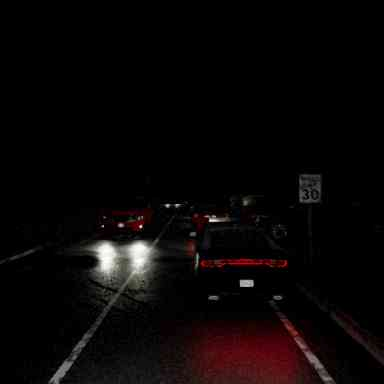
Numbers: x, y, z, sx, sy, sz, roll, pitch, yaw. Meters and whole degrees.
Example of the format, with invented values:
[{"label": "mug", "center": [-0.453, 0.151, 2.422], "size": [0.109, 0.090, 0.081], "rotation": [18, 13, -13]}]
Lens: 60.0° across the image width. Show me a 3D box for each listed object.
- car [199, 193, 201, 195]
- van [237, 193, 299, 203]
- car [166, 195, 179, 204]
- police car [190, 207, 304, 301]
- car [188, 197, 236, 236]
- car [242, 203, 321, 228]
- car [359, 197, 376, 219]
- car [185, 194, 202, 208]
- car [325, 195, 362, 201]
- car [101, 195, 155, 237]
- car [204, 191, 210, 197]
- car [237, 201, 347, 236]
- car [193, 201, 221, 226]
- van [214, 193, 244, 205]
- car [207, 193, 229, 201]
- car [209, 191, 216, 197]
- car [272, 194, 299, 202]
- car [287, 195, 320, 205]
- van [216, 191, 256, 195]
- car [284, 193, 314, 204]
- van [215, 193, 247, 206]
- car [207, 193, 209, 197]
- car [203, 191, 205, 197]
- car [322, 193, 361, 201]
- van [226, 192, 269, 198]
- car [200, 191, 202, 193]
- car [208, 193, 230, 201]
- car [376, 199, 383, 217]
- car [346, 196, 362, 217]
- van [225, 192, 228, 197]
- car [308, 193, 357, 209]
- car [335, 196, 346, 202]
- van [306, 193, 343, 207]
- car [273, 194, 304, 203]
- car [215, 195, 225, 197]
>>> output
[{"label": "car", "center": [-0.011, 1.273, 58.234], "size": [2.128, 1.511, 4.902], "rotation": [0, 0, 0]}, {"label": "van", "center": [5.836, 1.236, 24.513], "size": [4.442, 1.987, 1.878], "rotation": [0, 0, 0]}, {"label": "car", "center": [-3.261, 1.274, 56.327], "size": [1.882, 1.535, 5.008], "rotation": [0, 0, 0]}, {"label": "police car", "center": [0.973, 1.420, 8.504], "size": [1.930, 1.638, 5.238], "rotation": [0, 0, 0]}, {"label": "car", "center": [0.971, 1.332, 18.377], "size": [2.097, 1.767, 4.553], "rotation": [0, 0, 0]}, {"label": "car", "center": [5.726, 1.505, 21.710], "size": [4.674, 1.452, 2.002], "rotation": [0, 0, 0]}, {"label": "car", "center": [18.784, 1.454, 30.874], "size": [5.008, 1.535, 2.097], "rotation": [0, 0, 0]}, {"label": "car", "center": [0.007, 1.420, 45.089], "size": [2.033, 1.411, 5.357], "rotation": [0, 0, 1]}, {"label": "car", "center": [18.805, 1.451, 39.206], "size": [4.792, 1.488, 2.163], "rotation": [0, 0, 0]}, {"label": "car", "center": [-3.354, 1.201, 18.444], "size": [2.150, 2.045, 5.566], "rotation": [0, 0, 0]}, {"label": "car", "center": [5.629, 0.962, 63.766], "size": [5.566, 2.045, 2.435], "rotation": [0, 1, 0]}, {"label": "car", "center": [5.543, 1.465, 18.907], "size": [5.366, 1.575, 1.946], "rotation": [0, 0, 0]}, {"label": "car", "center": [0.970, 1.471, 24.415], "size": [1.837, 1.490, 4.892], "rotation": [0, 0, 0]}, {"label": "van", "center": [5.792, 1.088, 52.554], "size": [4.442, 1.987, 1.878], "rotation": [0, 1, 0]}, {"label": "car", "center": [5.613, 1.013, 72.177], "size": [4.553, 1.767, 2.185], "rotation": [0, 1, 0]}, {"label": "car", "center": [5.656, 1.112, 46.946], "size": [5.566, 2.045, 2.435], "rotation": [0, 1, 0]}, {"label": "car", "center": [18.738, 1.187, 66.963], "size": [4.892, 1.521, 2.231], "rotation": [0, 1, 0]}, {"label": "car", "center": [18.721, 1.315, 55.860], "size": [4.792, 1.488, 2.163], "rotation": [0, 1, 0]}, {"label": "van", "center": [5.805, 1.162, 44.146], "size": [4.442, 1.987, 1.878], "rotation": [0, 0, 0]}, {"label": "car", "center": [18.777, 1.135, 58.636], "size": [4.553, 1.767, 2.185], "rotation": [0, 1, 0]}, {"label": "van", "center": [5.797, 1.113, 49.750], "size": [4.442, 1.987, 1.878], "rotation": [0, 1, 0]}, {"label": "car", "center": [5.660, 1.279, 60.965], "size": [4.674, 1.452, 2.002], "rotation": [0, 1, 0]}, {"label": "car", "center": [5.625, 0.937, 66.569], "size": [5.566, 2.045, 2.435], "rotation": [0, 1, 0]}, {"label": "car", "center": [18.743, 1.152, 41.979], "size": [5.566, 2.045, 2.435], "rotation": [0, 0, 0]}, {"label": "van", "center": [5.594, 1.229, 30.124], "size": [4.442, 1.987, 1.878], "rotation": [0, 0, 0]}, {"label": "car", "center": [5.795, 0.936, 94.603], "size": [5.366, 1.575, 1.946], "rotation": [0, 1, 0]}, {"label": "car", "center": [5.618, 1.038, 69.373], "size": [4.553, 1.767, 2.185], "rotation": [0, 1, 0]}, {"label": "car", "center": [18.787, 1.461, 28.096], "size": [4.892, 1.521, 2.231], "rotation": [0, 0, 0]}, {"label": "car", "center": [18.969, 1.443, 33.651], "size": [5.366, 1.575, 1.946], "rotation": [0, 0, 0]}, {"label": "van", "center": [5.823, 1.221, 32.925], "size": [4.442, 1.987, 1.878], "rotation": [0, 0, 0]}, {"label": "car", "center": [18.796, 1.133, 44.756], "size": [5.566, 2.045, 2.435], "rotation": [0, 1, 0]}, {"label": "car", "center": [18.751, 1.468, 36.423], "size": [4.792, 1.488, 2.163], "rotation": [0, 0, 0]}, {"label": "van", "center": [18.880, 1.134, 47.532], "size": [4.442, 1.987, 1.878], "rotation": [0, 1, 0]}, {"label": "car", "center": [18.552, 1.208, 64.186], "size": [5.366, 1.575, 1.946], "rotation": [0, 0, 0]}, {"label": "car", "center": [5.699, 1.408, 41.340], "size": [4.892, 1.521, 2.231], "rotation": [0, 0, 0]}]
